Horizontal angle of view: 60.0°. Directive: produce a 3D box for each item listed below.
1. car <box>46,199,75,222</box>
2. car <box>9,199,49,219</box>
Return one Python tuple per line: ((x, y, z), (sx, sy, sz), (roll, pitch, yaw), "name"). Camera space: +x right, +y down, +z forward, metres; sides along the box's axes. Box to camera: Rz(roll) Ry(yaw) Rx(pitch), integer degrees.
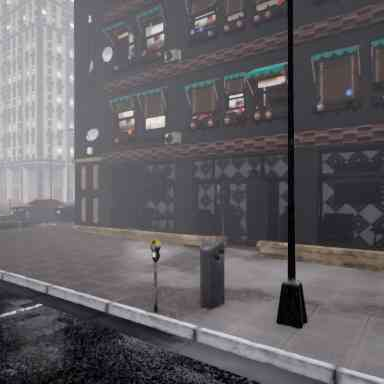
((-7.274, 1.279, 22.840), (1.947, 1.339, 4.313), (1, 1, 35), "car")
((-11.911, 1.262, 26.331), (1.812, 1.442, 4.674), (0, 1, 35), "car")
